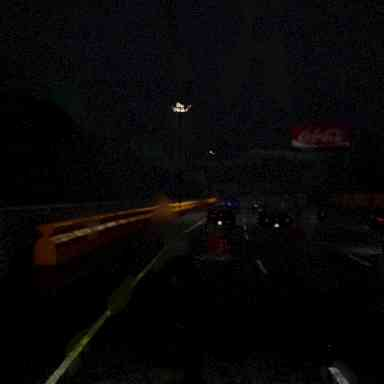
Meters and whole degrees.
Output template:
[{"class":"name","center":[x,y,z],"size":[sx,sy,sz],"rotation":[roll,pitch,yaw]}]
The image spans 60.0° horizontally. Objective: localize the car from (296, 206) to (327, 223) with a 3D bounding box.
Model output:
[{"class":"car","center":[9.844,1.841,28.113],"size":[1.895,1.301,4.718],"rotation":[0,0,8]}]

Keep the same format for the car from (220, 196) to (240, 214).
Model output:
[{"class":"car","center":[4.622,1.540,40.481],"size":[2.150,2.045,5.566],"rotation":[0,0,9]}]

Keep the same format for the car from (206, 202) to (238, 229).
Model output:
[{"class":"car","center":[2.046,1.684,22.960],"size":[1.837,1.490,4.892],"rotation":[0,-1,8]}]

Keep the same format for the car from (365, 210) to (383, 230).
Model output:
[{"class":"car","center":[12.158,1.731,19.770],"size":[2.033,1.411,5.357],"rotation":[0,0,8]}]

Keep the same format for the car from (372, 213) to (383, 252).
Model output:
[{"class":"car","center":[7.591,1.602,9.952],"size":[1.837,1.490,4.892],"rotation":[0,0,4]}]

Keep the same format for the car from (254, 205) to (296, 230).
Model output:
[{"class":"car","center":[5.498,1.787,22.541],"size":[1.895,1.301,4.718],"rotation":[0,0,8]}]

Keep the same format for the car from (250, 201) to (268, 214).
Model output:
[{"class":"car","center":[8.079,1.816,39.950],"size":[2.128,1.511,4.902],"rotation":[0,0,9]}]
